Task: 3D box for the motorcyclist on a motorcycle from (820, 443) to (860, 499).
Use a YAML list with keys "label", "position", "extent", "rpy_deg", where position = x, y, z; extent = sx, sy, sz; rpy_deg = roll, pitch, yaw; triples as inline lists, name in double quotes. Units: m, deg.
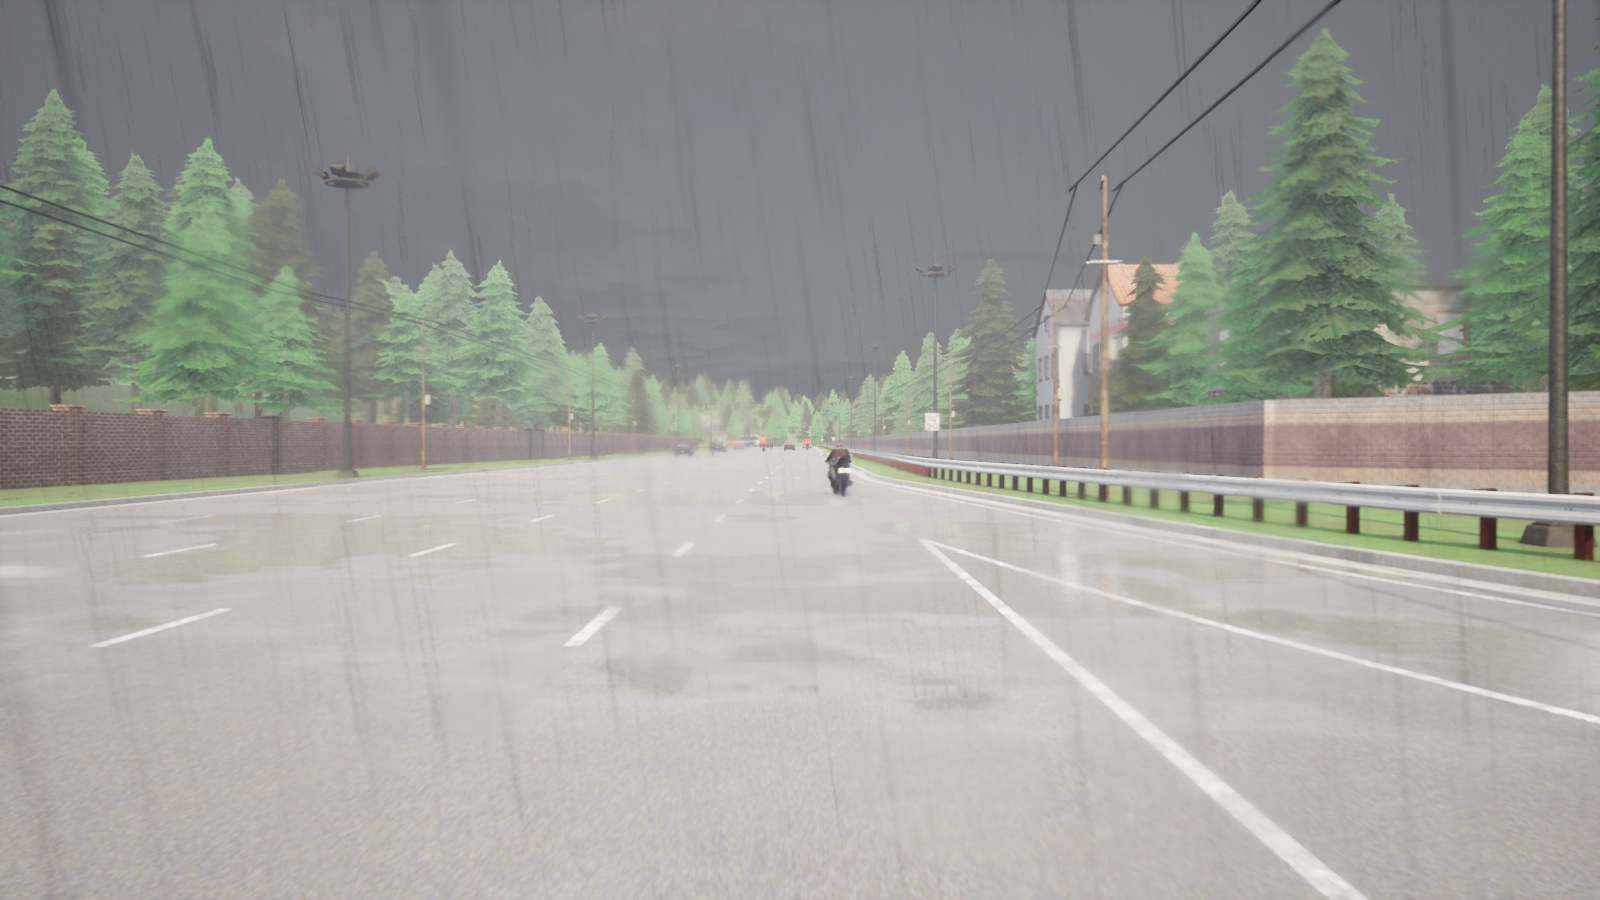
- label: "motorcyclist on a motorcycle"
  position: [1.111, 0.582, 35.572]
  extent: [0.866, 1.530, 2.191]
  rpy_deg: [0, 0, -6]
